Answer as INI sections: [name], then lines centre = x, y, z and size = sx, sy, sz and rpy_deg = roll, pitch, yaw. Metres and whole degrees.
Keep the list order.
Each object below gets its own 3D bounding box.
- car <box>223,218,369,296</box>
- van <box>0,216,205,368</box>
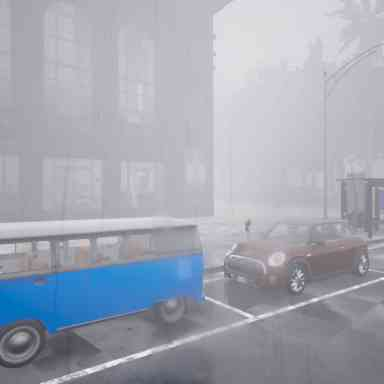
[car]
centre = 2.740, 1.439, 8.600
size = 4.097, 1.590, 1.967
rpy_deg = 0, 0, -35
[van]
centre = -1.680, 1.341, 5.453
size = 3.998, 1.788, 1.690
rpy_deg = 0, 0, -35
